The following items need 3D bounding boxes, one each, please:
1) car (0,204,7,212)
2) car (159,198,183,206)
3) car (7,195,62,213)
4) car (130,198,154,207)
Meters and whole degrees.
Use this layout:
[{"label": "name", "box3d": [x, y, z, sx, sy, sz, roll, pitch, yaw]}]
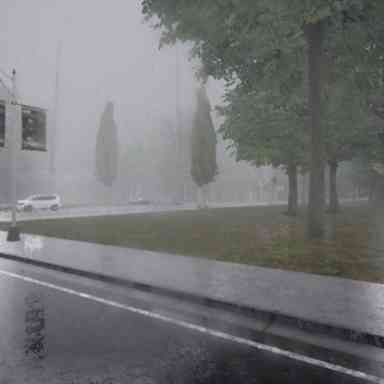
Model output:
[{"label": "car", "box3d": [-21.593, 1.738, 40.780, 1.895, 1.301, 4.718, 0, 0, 35]}, {"label": "car", "box3d": [-3.743, 1.852, 60.546, 2.033, 1.411, 5.357, 0, -1, 36]}, {"label": "car", "box3d": [-18.386, 1.363, 39.699, 2.150, 2.045, 5.566, 0, 0, 35]}, {"label": "car", "box3d": [-8.863, 1.749, 58.950, 1.882, 1.535, 5.008, 0, -1, 35]}]
